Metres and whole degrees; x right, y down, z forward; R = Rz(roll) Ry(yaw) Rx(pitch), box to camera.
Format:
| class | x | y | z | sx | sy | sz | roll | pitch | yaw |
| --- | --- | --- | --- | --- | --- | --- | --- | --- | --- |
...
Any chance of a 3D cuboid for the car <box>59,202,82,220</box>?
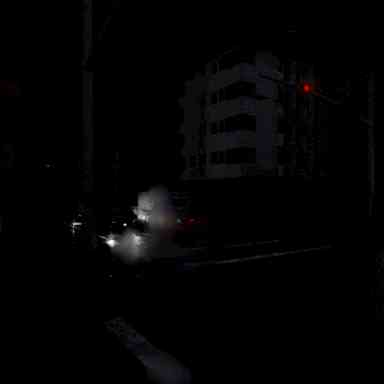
| class | x | y | z | sx | sy | sz | roll | pitch | yaw |
| --- | --- | --- | --- | --- | --- | --- | --- | --- | --- |
| car | -10.758 | 1.668 | 30.189 | 2.128 | 1.511 | 4.902 | 0 | 0 | -32 |

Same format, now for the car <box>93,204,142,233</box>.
| class | x | y | z | sx | sy | sz | roll | pitch | yaw |
| --- | --- | --- | --- | --- | --- | --- | --- | --- | --- |
| car | -5.230 | 1.681 | 21.539 | 1.837 | 1.490 | 4.892 | 0 | 0 | -33 |

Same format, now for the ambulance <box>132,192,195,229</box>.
| class | x | y | z | sx | sy | sz | roll | pitch | yaw |
| --- | --- | --- | --- | --- | --- | --- | --- | --- | --- |
| ambulance | -2.402 | 1.205 | 23.794 | 2.351 | 2.431 | 6.366 | 0 | 0 | -33 |
